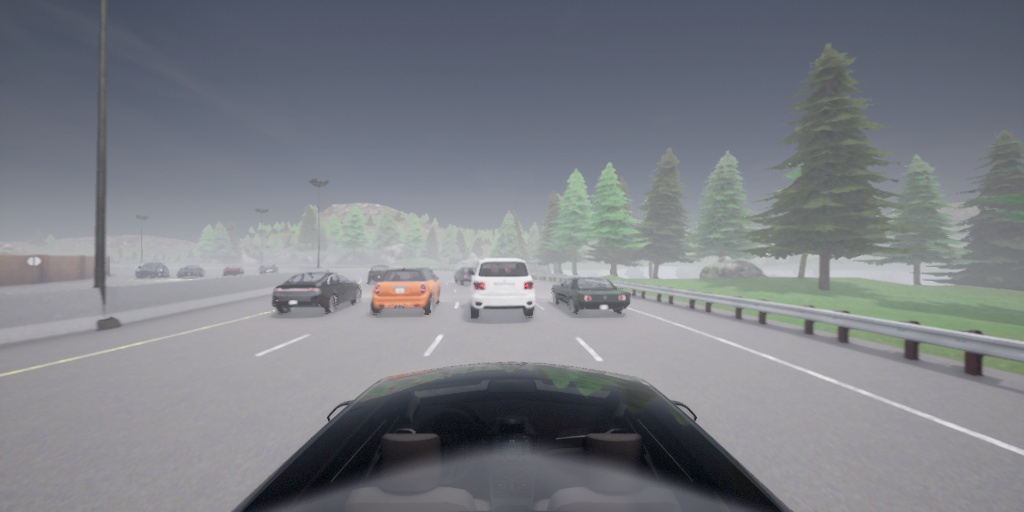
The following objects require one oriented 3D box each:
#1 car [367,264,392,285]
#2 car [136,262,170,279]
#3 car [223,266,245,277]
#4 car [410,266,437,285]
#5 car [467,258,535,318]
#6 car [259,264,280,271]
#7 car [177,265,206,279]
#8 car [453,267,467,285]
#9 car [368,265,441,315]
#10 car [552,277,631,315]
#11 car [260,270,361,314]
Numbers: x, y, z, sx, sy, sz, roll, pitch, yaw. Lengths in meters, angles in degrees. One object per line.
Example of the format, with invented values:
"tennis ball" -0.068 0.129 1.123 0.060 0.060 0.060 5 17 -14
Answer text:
"car" -11.481 1.552 31.232 1.882 1.535 5.008 0 0 -19
"car" -39.200 1.514 39.215 2.097 1.767 4.553 0 -1 -36
"car" -33.046 1.802 42.690 1.895 1.301 4.718 0 -1 -35
"car" -7.787 1.640 31.261 1.994 1.385 4.181 0 -1 -18
"car" -0.504 1.106 13.790 2.150 2.045 5.566 0 0 -6
"car" -30.514 1.720 45.084 2.128 1.511 4.902 1 -1 -35
"car" -34.892 1.726 39.122 1.994 1.385 4.181 0 -1 -34
"car" -3.643 1.607 29.835 2.033 1.411 5.357 0 -1 -17
"car" -4.121 1.243 14.598 2.097 1.767 4.553 0 -1 -6
"car" 2.930 1.491 14.490 1.895 1.301 4.718 0 -1 -6
"car" -7.621 1.382 14.470 2.128 1.511 4.902 0 -1 -6
